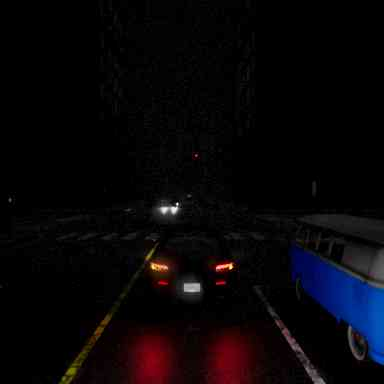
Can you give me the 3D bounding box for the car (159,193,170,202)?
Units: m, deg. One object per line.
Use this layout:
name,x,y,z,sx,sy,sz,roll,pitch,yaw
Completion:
car,-6.319,1.273,77.724,2.192,1.841,5.009,0,0,-1

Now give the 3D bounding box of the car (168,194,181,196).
car,-3.524,1.534,66.173,1.994,1.385,4.181,0,0,0

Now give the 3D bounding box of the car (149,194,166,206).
car,-6.020,1.295,55.622,2.192,1.841,5.009,0,0,-1

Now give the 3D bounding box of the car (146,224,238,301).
car,0.001,1.524,8.175,1.812,1.442,4.674,0,0,0

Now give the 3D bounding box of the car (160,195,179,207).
car,-3.376,1.584,50.744,1.895,1.301,4.718,0,0,-1

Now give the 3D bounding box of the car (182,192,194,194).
car,-0.737,1.069,84.243,2.150,2.045,5.566,0,0,-1

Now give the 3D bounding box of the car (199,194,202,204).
car,2.580,1.424,50.211,1.967,1.590,4.097,0,0,-1

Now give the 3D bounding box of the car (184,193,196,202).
car,-0.603,1.555,74.243,1.895,1.301,4.718,0,0,-1

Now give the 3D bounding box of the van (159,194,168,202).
van,-6.244,1.306,72.198,1.690,1.788,3.998,0,0,-1

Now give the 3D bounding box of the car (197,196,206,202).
car,2.206,1.540,77.839,1.802,1.307,4.206,0,0,-1

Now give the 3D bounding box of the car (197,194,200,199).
car,2.431,1.541,61.263,1.947,1.339,4.313,0,0,-1

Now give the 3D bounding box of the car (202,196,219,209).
car,2.653,1.512,44.856,1.752,1.417,4.829,0,0,-1

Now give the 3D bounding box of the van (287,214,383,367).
van,2.855,1.340,5.497,1.690,1.788,3.998,0,0,0

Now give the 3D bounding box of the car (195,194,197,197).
car,2.281,1.515,72.313,2.008,1.369,4.403,0,0,-1

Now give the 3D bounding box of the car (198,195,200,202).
car,2.506,1.531,55.737,2.008,1.369,4.403,0,0,-1

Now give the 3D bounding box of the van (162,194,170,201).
van,-6.391,1.292,83.248,1.690,1.788,3.998,0,0,-1

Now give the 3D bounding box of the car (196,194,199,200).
car,2.356,1.515,66.789,1.887,1.381,4.507,0,0,-1
